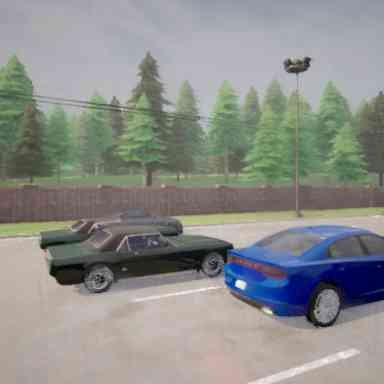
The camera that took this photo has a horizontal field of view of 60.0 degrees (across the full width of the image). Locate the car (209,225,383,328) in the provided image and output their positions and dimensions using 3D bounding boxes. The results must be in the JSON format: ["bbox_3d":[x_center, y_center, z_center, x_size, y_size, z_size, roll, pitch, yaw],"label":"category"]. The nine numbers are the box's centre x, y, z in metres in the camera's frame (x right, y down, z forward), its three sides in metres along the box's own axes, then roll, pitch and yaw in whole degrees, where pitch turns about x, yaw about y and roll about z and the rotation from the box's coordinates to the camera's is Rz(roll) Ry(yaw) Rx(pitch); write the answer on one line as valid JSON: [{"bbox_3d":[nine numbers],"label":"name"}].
[{"bbox_3d":[3.037,1.429,6.878,5.008,1.535,1.882,0,0,-27],"label":"car"}]

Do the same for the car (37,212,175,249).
[{"bbox_3d":[-2.824,1.556,11.735,4.718,1.301,1.895,0,0,-27],"label":"car"}]

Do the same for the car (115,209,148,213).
[{"bbox_3d":[-2.529,1.497,15.823,4.181,1.385,1.994,0,0,-27],"label":"car"}]

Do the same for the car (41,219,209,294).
[{"bbox_3d":[-1.213,1.564,8.628,4.718,1.301,1.895,0,0,-27],"label":"car"}]
